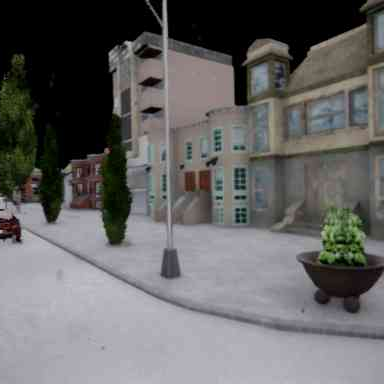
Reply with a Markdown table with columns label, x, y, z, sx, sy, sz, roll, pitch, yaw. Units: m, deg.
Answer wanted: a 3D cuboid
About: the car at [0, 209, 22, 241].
| label | x | y | z | sx | sy | sz | roll | pitch | yaw |
| --- | --- | --- | --- | --- | --- | --- | --- | --- | --- |
| car | -9.807 | 1.598 | 16.571 | 1.882 | 1.535 | 5.008 | -2 | 0 | -35 |
